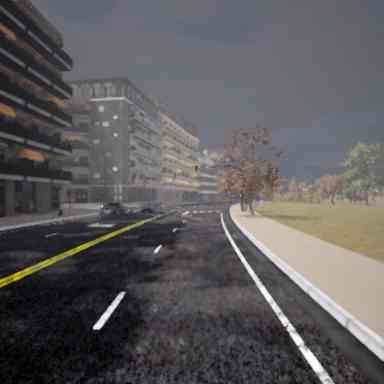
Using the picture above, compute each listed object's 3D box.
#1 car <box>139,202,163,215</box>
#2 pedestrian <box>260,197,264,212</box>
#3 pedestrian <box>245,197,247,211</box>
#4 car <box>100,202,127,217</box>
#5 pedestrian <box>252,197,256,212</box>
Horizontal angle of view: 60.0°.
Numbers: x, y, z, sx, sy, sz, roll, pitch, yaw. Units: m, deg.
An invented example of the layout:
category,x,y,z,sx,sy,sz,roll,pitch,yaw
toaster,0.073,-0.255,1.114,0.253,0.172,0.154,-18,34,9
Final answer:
category,x,y,z,sx,sy,sz,roll,pitch,yaw
car,-4.723,1.879,39.197,2.033,1.411,5.357,0,-1,6
pedestrian,8.940,1.595,42.516,0.375,1.860,0.375,0,-1,6
pedestrian,7.012,1.554,43.315,0.375,1.860,0.375,0,-1,6
car,-8.318,1.810,35.626,1.812,1.442,4.674,0,-1,5
pedestrian,7.870,1.542,42.022,0.375,1.860,0.375,0,-1,6
